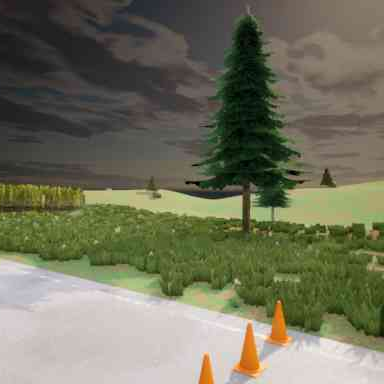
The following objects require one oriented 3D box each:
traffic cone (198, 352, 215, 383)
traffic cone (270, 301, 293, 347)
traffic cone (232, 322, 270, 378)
[{"bbox_3d":[0.150,1.955,3.427,0.340,0.580,0.340,0,0,36],"label":"traffic cone"},{"bbox_3d":[1.320,1.955,5.050,0.340,0.580,0.340,0,0,36],"label":"traffic cone"},{"bbox_3d":[0.735,1.955,4.239,0.340,0.580,0.340,0,0,36],"label":"traffic cone"}]
